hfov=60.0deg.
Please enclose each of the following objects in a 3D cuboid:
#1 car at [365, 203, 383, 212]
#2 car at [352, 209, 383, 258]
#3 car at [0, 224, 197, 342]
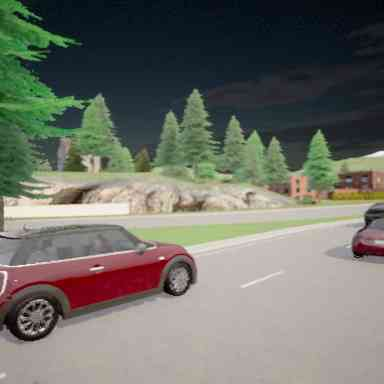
[{"bbox_3d":[13.070,1.438,21.775,4.892,1.490,1.837,-1,-1,-38],"label":"car"},{"bbox_3d":[7.268,1.528,11.796,1.994,1.385,4.181,-1,-1,44],"label":"car"},{"bbox_3d":[-2.003,1.446,7.022,4.553,1.767,2.097,-1,0,-45],"label":"car"}]
